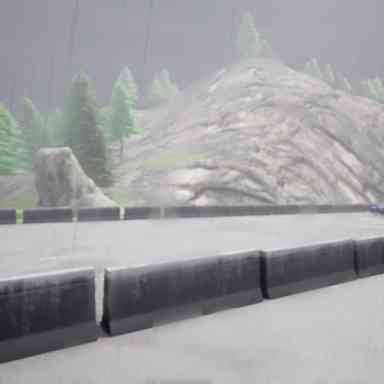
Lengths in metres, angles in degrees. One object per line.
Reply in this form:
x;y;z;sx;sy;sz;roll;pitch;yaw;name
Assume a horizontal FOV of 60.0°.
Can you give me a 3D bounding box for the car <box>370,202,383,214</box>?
23.738;1.983;40.588;5.008;1.535;1.882;1;0;-33;car
